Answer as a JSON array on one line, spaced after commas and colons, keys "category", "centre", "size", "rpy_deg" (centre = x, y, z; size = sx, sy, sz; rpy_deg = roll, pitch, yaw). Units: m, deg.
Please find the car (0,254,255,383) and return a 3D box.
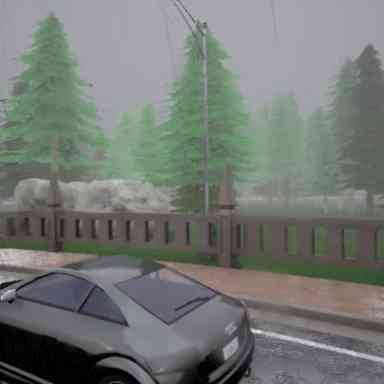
[{"category": "car", "centre": [-1.334, 1.562, 4.375], "size": [4.181, 1.385, 1.994], "rpy_deg": [-1, 0, 31]}]
